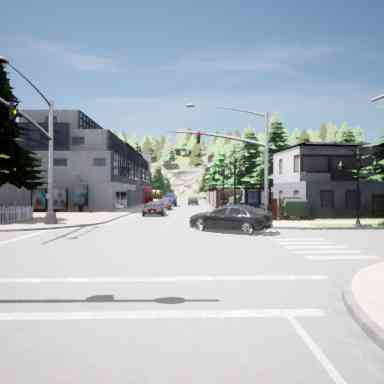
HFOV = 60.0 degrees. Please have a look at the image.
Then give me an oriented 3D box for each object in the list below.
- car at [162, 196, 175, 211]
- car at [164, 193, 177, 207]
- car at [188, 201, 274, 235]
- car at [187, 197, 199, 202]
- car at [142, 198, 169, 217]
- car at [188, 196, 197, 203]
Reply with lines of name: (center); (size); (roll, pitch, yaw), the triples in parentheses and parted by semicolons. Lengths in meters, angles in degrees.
car: (-3.535, 1.526, 41.828); (1.812, 1.442, 4.674); (0, 0, 0)
car: (-3.519, 1.221, 52.455); (2.150, 2.045, 5.566); (0, 0, 0)
car: (2.163, 1.499, 18.850); (4.892, 1.490, 1.837); (0, 2, 32)
car: (0.180, 1.547, 58.600); (2.033, 1.411, 5.357); (0, 0, 0)
car: (-3.552, 1.564, 31.674); (1.994, 1.385, 4.181); (0, 0, 0)
car: (0.170, 1.600, 69.945); (1.895, 1.301, 4.718); (0, 0, 0)
